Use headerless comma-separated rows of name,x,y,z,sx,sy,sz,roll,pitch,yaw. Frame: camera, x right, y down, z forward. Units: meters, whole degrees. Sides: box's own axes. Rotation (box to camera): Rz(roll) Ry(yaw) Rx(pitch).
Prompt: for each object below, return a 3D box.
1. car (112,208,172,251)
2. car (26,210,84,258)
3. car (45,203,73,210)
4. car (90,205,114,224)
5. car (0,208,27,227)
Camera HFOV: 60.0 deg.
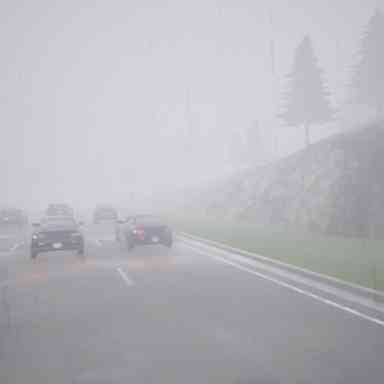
car,-2.254,1.677,15.018,1.812,1.442,4.674,0,0,-21
car,-5.496,1.700,13.706,1.812,1.442,4.674,0,0,-21
car,-10.769,1.695,26.966,2.097,1.767,4.553,0,-1,-21
car,-7.548,1.814,28.339,2.128,1.511,4.902,0,0,-21
car,-14.165,1.937,26.049,1.994,1.385,4.181,0,0,-21
